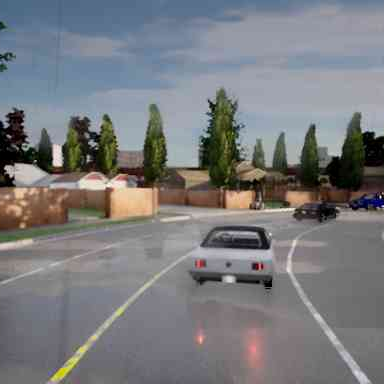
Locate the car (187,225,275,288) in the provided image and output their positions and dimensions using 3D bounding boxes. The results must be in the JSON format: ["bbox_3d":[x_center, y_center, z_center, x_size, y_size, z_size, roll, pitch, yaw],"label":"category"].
[{"bbox_3d":[1.326,1.577,9.279,1.895,1.301,4.718,0,0,14],"label":"car"}]

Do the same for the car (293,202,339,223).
[{"bbox_3d":[9.471,1.472,25.214,2.033,1.411,5.357,0,0,40],"label":"car"}]

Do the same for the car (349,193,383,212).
[{"bbox_3d":[20.575,1.165,37.949,5.566,2.045,2.150,0,-1,-24],"label":"car"}]
